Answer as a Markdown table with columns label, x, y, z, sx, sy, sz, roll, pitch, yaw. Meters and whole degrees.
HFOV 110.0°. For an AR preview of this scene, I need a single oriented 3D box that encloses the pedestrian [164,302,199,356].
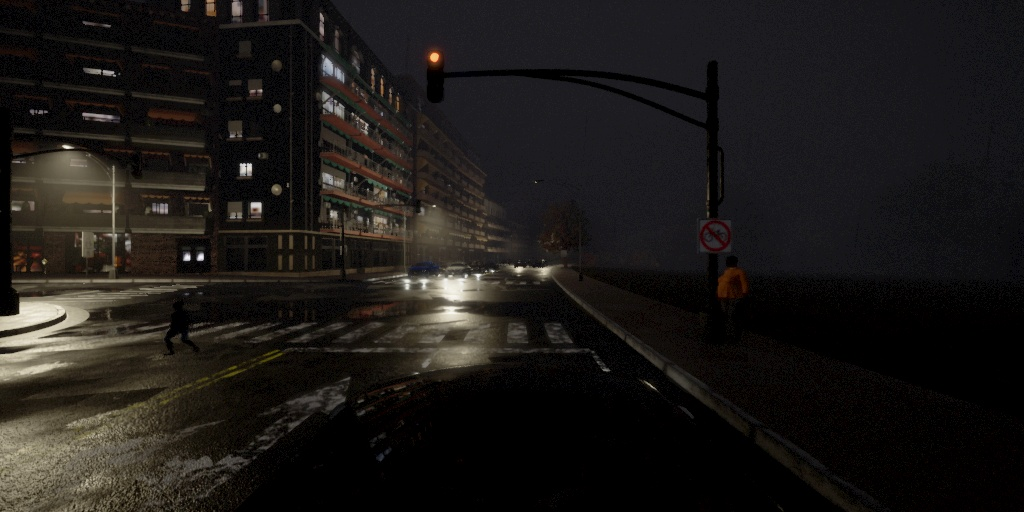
| label | x | y | z | sx | sy | sz | roll | pitch | yaw |
| --- | --- | --- | --- | --- | --- | --- | --- | --- | --- |
| pedestrian | -6.705 | 1.046 | 7.261 | 0.375 | 1.860 | 0.375 | 0 | 0 | 1 |

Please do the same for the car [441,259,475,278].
| label | x | y | z | sx | sy | sz | roll | pitch | yaw |
| --- | --- | --- | --- | --- | --- | --- | --- | --- | --- |
| car | -5.230 | 1.336 | 35.142 | 1.812 | 1.442 | 4.674 | 0 | 0 | 5 |

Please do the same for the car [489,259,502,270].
| label | x | y | z | sx | sy | sz | roll | pitch | yaw |
| --- | --- | --- | --- | --- | --- | --- | --- | --- | --- |
| car | -3.236 | 1.452 | 54.592 | 1.994 | 1.385 | 4.181 | 0 | 0 | 8 |

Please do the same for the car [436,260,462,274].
| label | x | y | z | sx | sy | sz | roll | pitch | yaw |
| --- | --- | --- | --- | --- | --- | --- | --- | --- | --- |
| car | -7.667 | 1.323 | 44.350 | 1.882 | 1.535 | 5.008 | 0 | 0 | 6 |

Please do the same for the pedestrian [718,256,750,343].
| label | x | y | z | sx | sy | sz | roll | pitch | yaw |
| --- | --- | --- | --- | --- | --- | --- | --- | --- | --- |
| pedestrian | 4.759 | 0.893 | 7.708 | 0.375 | 1.860 | 0.375 | 0 | 0 | 1 |

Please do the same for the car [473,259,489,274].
| label | x | y | z | sx | sy | sz | roll | pitch | yaw |
| --- | --- | --- | --- | --- | --- | --- | --- | --- | --- |
| car | -4.437 | 1.350 | 43.995 | 1.837 | 1.490 | 4.892 | 0 | 0 | 6 |

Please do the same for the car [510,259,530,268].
| label | x | y | z | sx | sy | sz | roll | pitch | yaw |
| --- | --- | --- | --- | --- | --- | --- | --- | --- | --- |
| car | 1.528 | 1.489 | 64.987 | 2.033 | 1.411 | 5.357 | 0 | 0 | 9 |

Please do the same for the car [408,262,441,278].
| label | x | y | z | sx | sy | sz | roll | pitch | yaw |
| --- | --- | --- | --- | --- | --- | --- | --- | --- | --- |
| car | -8.515 | 1.287 | 34.818 | 1.882 | 1.535 | 5.008 | 0 | 0 | 4 |

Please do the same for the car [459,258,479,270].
| label | x | y | z | sx | sy | sz | roll | pitch | yaw |
| --- | --- | --- | --- | --- | --- | --- | --- | --- | --- |
| car | -6.501 | 1.239 | 54.669 | 2.097 | 1.767 | 4.553 | 0 | 0 | 7 |
